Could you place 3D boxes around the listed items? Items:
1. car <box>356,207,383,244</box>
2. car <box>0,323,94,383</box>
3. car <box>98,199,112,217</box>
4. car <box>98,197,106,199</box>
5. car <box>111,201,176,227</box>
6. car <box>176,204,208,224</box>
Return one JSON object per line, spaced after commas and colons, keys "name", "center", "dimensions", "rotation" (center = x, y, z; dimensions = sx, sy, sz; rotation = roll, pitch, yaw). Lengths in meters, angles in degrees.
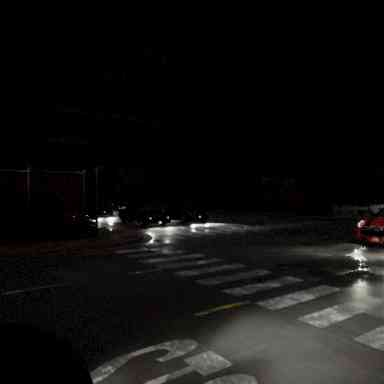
{"name": "car", "center": [9.371, 1.369, 14.956], "dimensions": [4.553, 1.767, 2.097], "rotation": [0, 0, -35]}
{"name": "car", "center": [-2.964, 1.492, 1.633], "dimensions": [4.902, 1.511, 2.128], "rotation": [0, 0, -35]}
{"name": "car", "center": [-8.942, 1.613, 31.334], "dimensions": [1.994, 1.385, 4.181], "rotation": [0, 0, -35]}
{"name": "car", "center": [-11.272, 1.399, 40.613], "dimensions": [2.097, 1.767, 4.553], "rotation": [0, 0, -36]}
{"name": "car", "center": [-3.600, 1.597, 23.812], "dimensions": [2.033, 1.411, 5.357], "rotation": [0, 0, -35]}
{"name": "car", "center": [-0.584, 1.611, 25.608], "dimensions": [1.994, 1.385, 4.181], "rotation": [0, 0, -35]}
